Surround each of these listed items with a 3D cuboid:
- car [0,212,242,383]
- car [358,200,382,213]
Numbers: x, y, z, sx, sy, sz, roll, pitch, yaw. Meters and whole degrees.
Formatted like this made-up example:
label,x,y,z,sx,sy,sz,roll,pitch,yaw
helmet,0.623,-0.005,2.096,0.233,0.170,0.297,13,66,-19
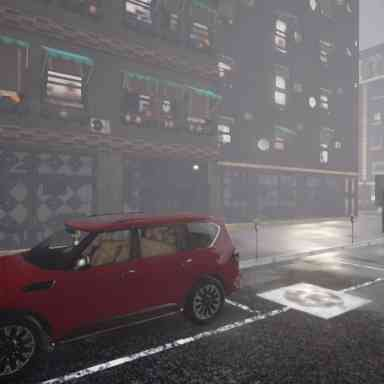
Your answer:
label,x,y,z,sx,sy,sz,roll,pitch,yaw
car,-1.383,1.316,5.569,5.009,1.841,2.192,0,1,-36
car,20.139,1.538,37.349,1.887,1.381,4.507,1,0,-36
